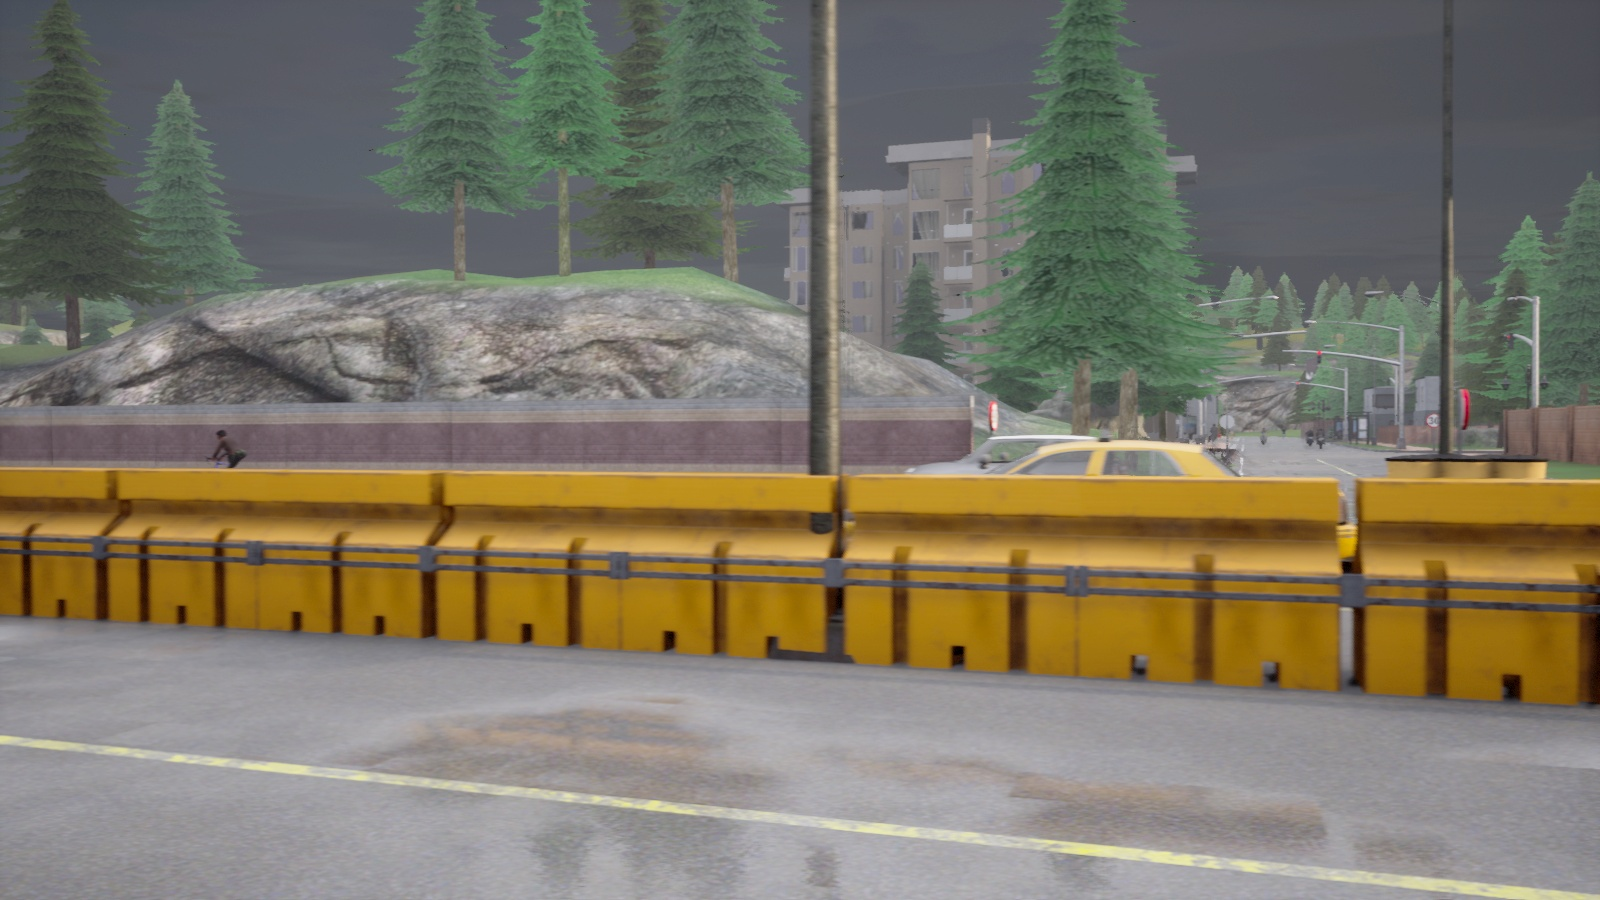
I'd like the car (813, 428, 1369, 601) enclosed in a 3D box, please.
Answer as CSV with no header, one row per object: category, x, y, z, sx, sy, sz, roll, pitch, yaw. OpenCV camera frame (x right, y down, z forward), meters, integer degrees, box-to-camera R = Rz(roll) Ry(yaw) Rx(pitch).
car,2.973,0.564,13.270,5.366,1.575,1.801,1,1,19

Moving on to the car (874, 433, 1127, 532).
car,3.316,0.475,20.540,3.806,1.475,1.970,1,1,19
